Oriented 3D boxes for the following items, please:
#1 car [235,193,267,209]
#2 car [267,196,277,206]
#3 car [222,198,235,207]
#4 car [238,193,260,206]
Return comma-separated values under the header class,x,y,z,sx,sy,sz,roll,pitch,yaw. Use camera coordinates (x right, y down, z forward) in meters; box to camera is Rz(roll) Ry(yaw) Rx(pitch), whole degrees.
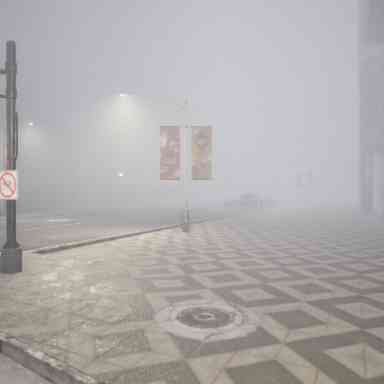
class,x,y,z,sx,sy,sz,roll,pitch,yaw
car,8.202,1.189,45.830,2.150,2.045,5.566,0,0,26
car,12.719,1.450,55.159,2.128,1.511,4.902,0,0,26
car,6.150,1.571,49.048,1.895,1.301,4.718,0,0,27
car,9.811,1.184,56.612,2.150,2.045,5.566,0,0,26
